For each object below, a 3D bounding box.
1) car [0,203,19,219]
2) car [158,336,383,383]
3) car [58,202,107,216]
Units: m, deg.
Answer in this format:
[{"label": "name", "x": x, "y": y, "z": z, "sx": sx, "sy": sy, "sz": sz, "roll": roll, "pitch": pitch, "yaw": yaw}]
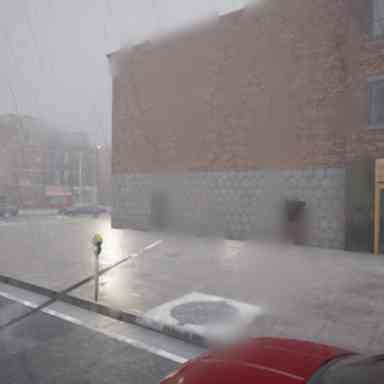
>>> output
[{"label": "car", "x": -17.811, "y": 1.658, "z": 29.076, "sx": 2.128, "sy": 1.511, "sz": 4.902, "roll": 1, "pitch": 0, "yaw": 36}, {"label": "car", "x": 1.684, "y": 1.546, "z": 1.596, "sx": 4.507, "sy": 1.381, "sz": 1.887, "roll": 0, "pitch": 1, "yaw": 36}, {"label": "car", "x": -12.072, "y": 1.844, "z": 37.096, "sx": 2.033, "sy": 1.411, "sz": 5.357, "roll": 1, "pitch": 0, "yaw": 35}]
